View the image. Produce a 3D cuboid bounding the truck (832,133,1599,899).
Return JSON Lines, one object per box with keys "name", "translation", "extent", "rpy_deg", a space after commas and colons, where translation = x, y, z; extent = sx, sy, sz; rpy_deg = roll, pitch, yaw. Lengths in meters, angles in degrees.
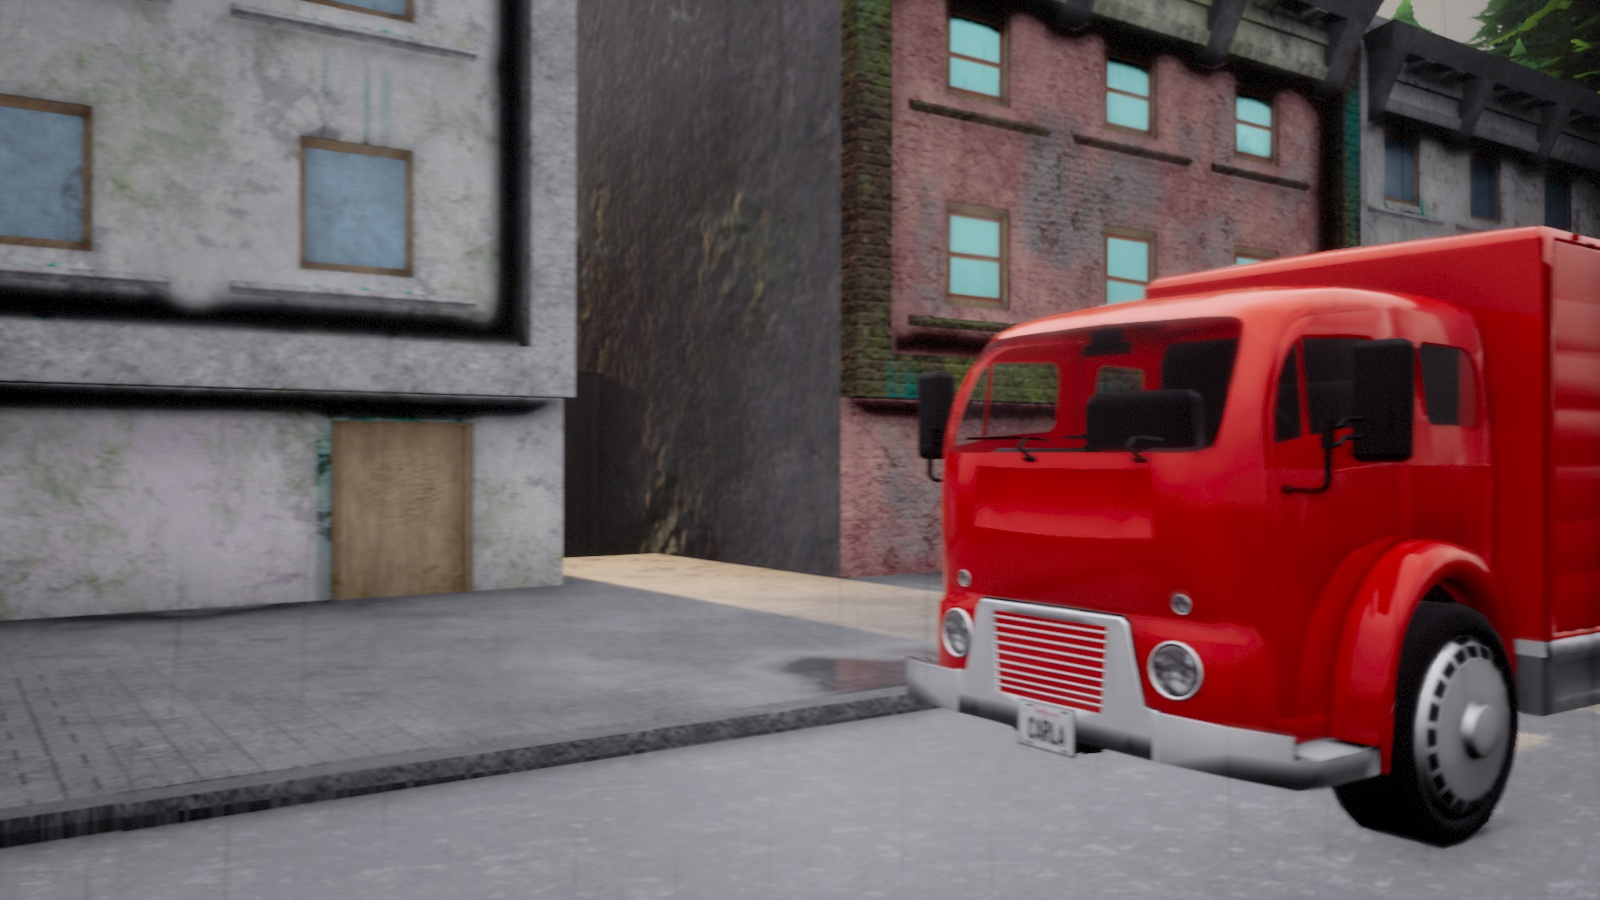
{"name": "truck", "translation": [3.041, 0.267, 6.408], "extent": [5.204, 2.467, 2.627], "rpy_deg": [0, 0, -35]}
